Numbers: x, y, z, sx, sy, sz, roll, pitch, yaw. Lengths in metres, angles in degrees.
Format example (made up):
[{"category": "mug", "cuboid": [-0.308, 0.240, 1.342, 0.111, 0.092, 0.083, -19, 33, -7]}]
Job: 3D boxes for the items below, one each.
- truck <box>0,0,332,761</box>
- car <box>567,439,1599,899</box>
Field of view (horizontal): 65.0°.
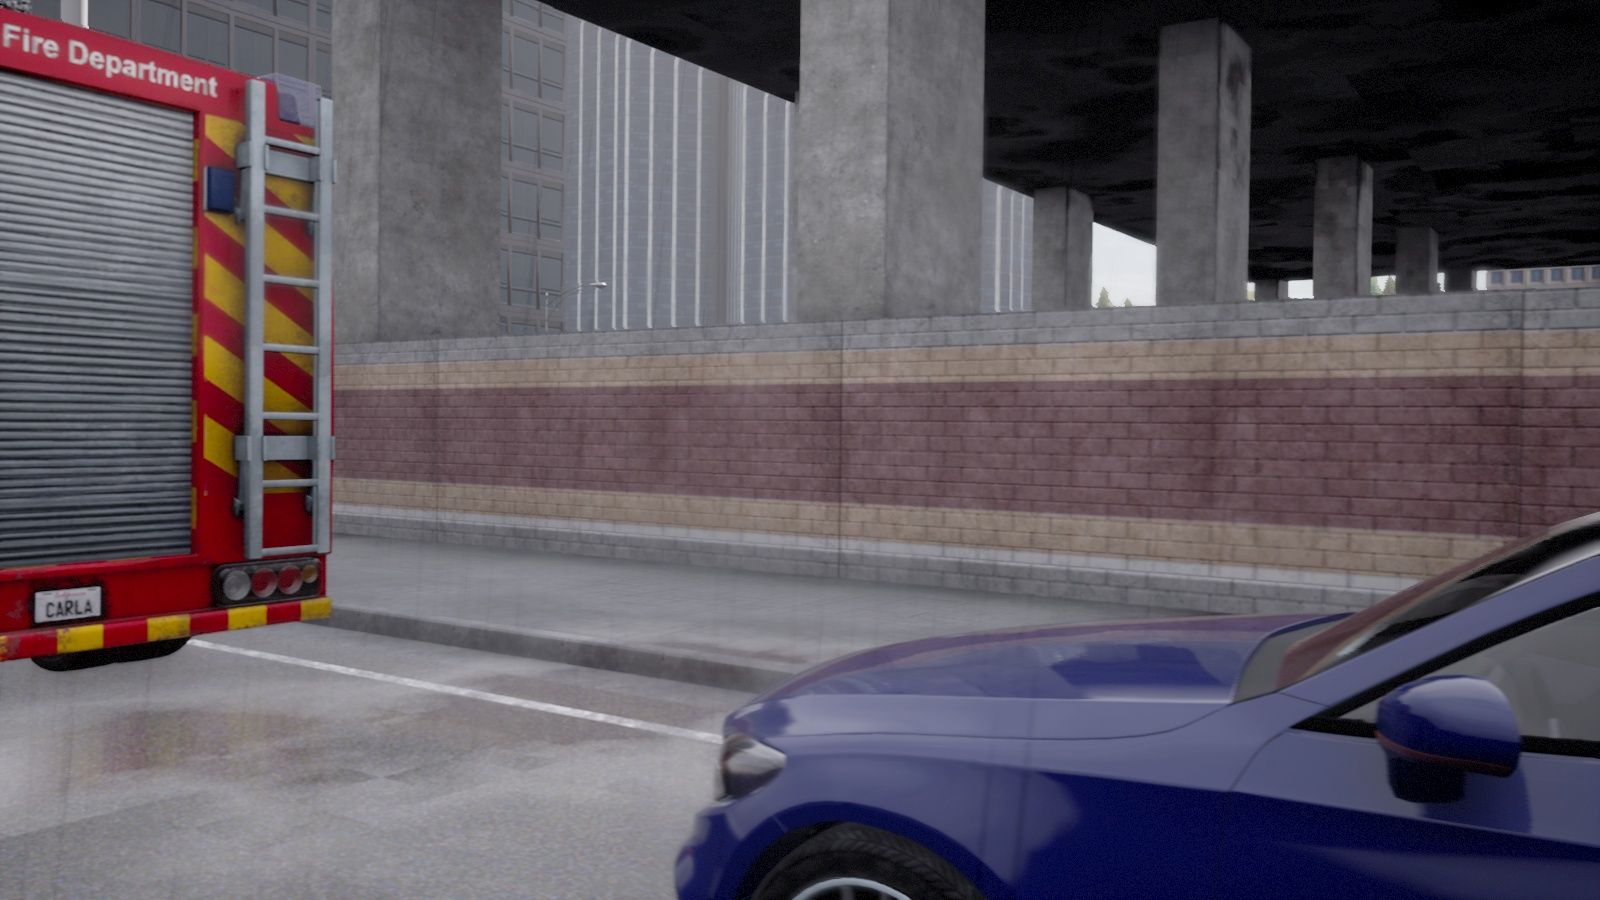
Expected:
[{"category": "truck", "cuboid": [-6.999, -0.526, 8.249, 8.468, 3.827, 2.891, 0, 1, 34]}, {"category": "car", "cuboid": [1.921, 0.710, 2.347, 4.674, 1.442, 1.812, 0, 1, 33]}]
